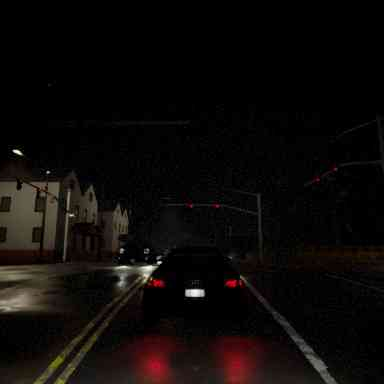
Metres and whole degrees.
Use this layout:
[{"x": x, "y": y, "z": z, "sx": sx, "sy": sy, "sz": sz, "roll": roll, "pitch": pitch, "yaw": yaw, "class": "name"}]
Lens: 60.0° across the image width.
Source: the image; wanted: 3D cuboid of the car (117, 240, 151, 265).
[{"x": -3.623, "y": 4.045, "z": 22.629, "sx": 2.097, "sy": 1.767, "sz": 4.553, "roll": 0, "pitch": -11, "yaw": 0, "class": "car"}]

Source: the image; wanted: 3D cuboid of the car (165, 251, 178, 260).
[{"x": -3.645, "y": 11.456, "z": 59.921, "sx": 2.128, "sy": 1.511, "sz": 4.902, "roll": 0, "pitch": -11, "yaw": 0, "class": "car"}]

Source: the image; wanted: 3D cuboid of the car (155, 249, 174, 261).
[{"x": -3.652, "y": 8.456, "z": 44.391, "sx": 2.128, "sy": 1.511, "sz": 4.902, "roll": 0, "pitch": -11, "yaw": 0, "class": "car"}]

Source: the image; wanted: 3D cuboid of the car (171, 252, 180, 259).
[{"x": -3.591, "y": 14.322, "z": 74.813, "sx": 1.837, "sy": 1.490, "sz": 4.892, "roll": 0, "pitch": -11, "yaw": 0, "class": "car"}]

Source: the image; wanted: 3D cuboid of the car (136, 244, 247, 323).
[{"x": 0.063, "y": 1.984, "z": 7.879, "sx": 1.994, "sy": 1.385, "sz": 4.181, "roll": 0, "pitch": -7, "yaw": 0, "class": "car"}]
